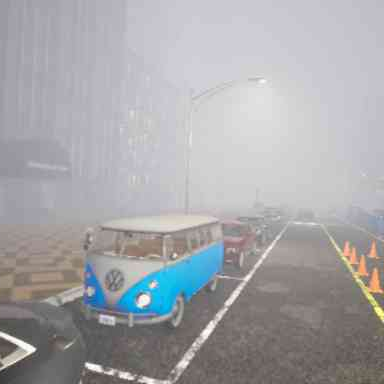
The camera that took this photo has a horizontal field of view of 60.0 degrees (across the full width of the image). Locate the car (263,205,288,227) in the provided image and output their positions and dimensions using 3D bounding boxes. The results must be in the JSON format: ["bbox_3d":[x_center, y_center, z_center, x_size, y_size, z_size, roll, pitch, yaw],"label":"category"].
[{"bbox_3d":[6.618,2.015,27.711,1.967,1.590,4.097,2,-1,19],"label":"car"}]

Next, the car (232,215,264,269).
[{"bbox_3d":[1.252,1.719,12.038,1.887,1.381,4.507,2,-1,19],"label":"car"}]

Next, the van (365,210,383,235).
[{"bbox_3d":[14.543,2.248,24.993,1.690,1.788,3.998,2,-1,19],"label":"van"}]

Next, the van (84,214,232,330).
[{"bbox_3d":[-0.527,1.384,6.815,1.690,1.788,3.998,2,-1,19],"label":"van"}]

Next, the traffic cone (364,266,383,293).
[{"bbox_3d":[4.713,2.253,8.570,0.340,0.580,0.340,2,-1,19],"label":"traffic cone"}]

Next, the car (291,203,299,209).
[{"bbox_3d":[28.057,3.804,90.397,1.947,1.339,4.313,2,-1,19],"label":"car"}]

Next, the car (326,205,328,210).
[{"bbox_3d":[30.674,3.674,72.166,1.752,1.417,4.829,2,-1,19],"label":"car"}]

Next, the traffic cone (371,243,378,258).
[{"bbox_3d":[7.600,2.436,13.920,0.340,0.580,0.340,2,-1,19],"label":"traffic cone"}]

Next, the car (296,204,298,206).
[{"bbox_3d":[17.335,2.960,59.053,1.947,1.339,4.313,2,-1,19],"label":"car"}]

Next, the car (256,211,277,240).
[{"bbox_3d":[3.038,1.873,17.261,1.947,1.339,4.313,2,-1,19],"label":"car"}]

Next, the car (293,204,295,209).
[{"bbox_3d":[11.975,2.534,43.381,2.008,1.369,4.403,2,-1,19],"label":"car"}]

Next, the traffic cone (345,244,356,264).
[{"bbox_3d":[6.008,2.348,12.353,0.340,0.580,0.340,2,-1,19],"label":"traffic cone"}]

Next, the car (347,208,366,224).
[{"bbox_3d":[18.108,2.723,35.438,1.887,1.381,4.507,2,-1,19],"label":"car"}]

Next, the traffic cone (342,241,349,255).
[{"bbox_3d":[6.655,2.396,14.245,0.340,0.580,0.340,2,-1,19],"label":"traffic cone"}]

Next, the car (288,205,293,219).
[{"bbox_3d":[10.187,2.397,38.156,2.008,1.369,4.403,2,-1,19],"label":"car"}]

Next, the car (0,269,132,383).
[{"bbox_3d":[-2.323,1.462,1.590,2.008,1.369,4.403,2,-1,19],"label":"car"}]

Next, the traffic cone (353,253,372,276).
[{"bbox_3d":[5.361,2.300,10.461,0.340,0.580,0.340,2,-1,19],"label":"traffic cone"}]

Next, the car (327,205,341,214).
[{"bbox_3d":[28.830,3.570,66.782,1.947,1.339,4.313,2,-1,19],"label":"car"}]

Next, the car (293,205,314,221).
[{"bbox_3d":[12.854,2.565,37.836,1.895,1.301,4.718,2,-1,19],"label":"car"}]

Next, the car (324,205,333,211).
[{"bbox_3d":[35.978,4.115,87.678,1.887,1.381,4.507,2,-1,19],"label":"car"}]

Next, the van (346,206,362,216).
[{"bbox_3d":[19.904,2.656,40.664,1.690,1.788,3.998,2,-1,19],"label":"van"}]
